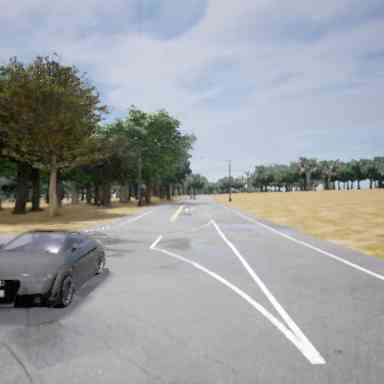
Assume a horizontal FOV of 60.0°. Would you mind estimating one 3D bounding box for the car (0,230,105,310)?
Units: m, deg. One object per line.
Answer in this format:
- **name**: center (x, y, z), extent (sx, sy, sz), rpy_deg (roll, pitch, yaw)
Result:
- **car**: center (-3.499, 1.631, 7.969), extent (1.994, 1.385, 4.181), rpy_deg (0, 0, 0)
